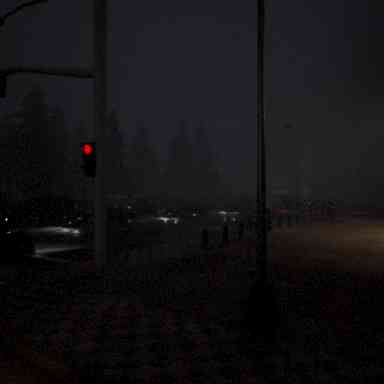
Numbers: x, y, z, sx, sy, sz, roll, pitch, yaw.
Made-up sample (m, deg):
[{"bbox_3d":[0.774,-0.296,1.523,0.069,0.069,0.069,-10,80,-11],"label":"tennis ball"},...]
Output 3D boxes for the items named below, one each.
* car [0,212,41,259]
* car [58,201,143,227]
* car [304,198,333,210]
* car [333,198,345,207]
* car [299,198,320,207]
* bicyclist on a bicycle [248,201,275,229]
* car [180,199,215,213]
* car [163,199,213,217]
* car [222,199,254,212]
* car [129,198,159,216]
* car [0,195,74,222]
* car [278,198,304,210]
[{"bbox_3d":[-6.617,1.549,9.787,1.812,1.442,4.674,-1,0,3],"label":"car"},{"bbox_3d":[-6.322,1.586,23.615,2.033,1.411,5.357,0,0,36],"label":"car"},{"bbox_3d":[16.469,1.549,43.177,1.812,1.442,4.674,0,0,36],"label":"car"},{"bbox_3d":[21.857,1.570,50.712,2.033,1.411,5.357,0,0,36],"label":"car"},{"bbox_3d":[18.287,1.594,51.732,1.994,1.385,4.181,0,0,36],"label":"car"},{"bbox_3d":[3.979,1.318,19.142,1.656,1.620,0.582,0,0,36],"label":"bicyclist on a bicycle"},{"bbox_3d":[0.746,1.572,39.533,1.812,1.442,4.674,0,0,36],"label":"car"},{"bbox_3d":[-0.472,1.586,31.809,2.033,1.411,5.357,0,0,36],"label":"car"},{"bbox_3d":[5.702,1.586,40.433,2.033,1.411,5.357,0,0,36],"label":"car"},{"bbox_3d":[-5.204,1.398,31.203,2.097,1.767,4.553,0,0,36],"label":"car"},{"bbox_3d":[-10.810,1.268,23.353,2.150,2.045,5.566,0,0,36],"label":"car"},{"bbox_3d":[13.108,1.535,44.479,1.837,1.490,4.892,0,0,36],"label":"car"}]
